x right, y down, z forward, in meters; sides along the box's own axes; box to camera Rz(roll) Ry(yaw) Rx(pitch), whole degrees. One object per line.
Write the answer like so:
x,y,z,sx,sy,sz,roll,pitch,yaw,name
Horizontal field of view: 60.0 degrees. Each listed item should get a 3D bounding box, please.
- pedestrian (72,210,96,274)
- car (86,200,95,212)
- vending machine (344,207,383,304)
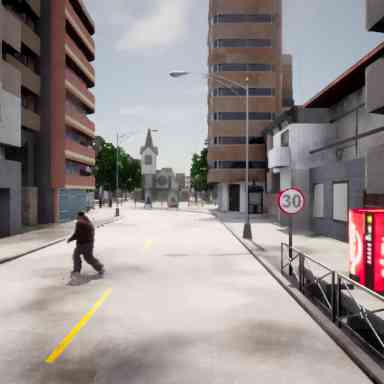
-2.879,1.294,8.896,0.375,1.860,0.375,0,0,0,pedestrian
-13.567,1.223,36.526,5.566,2.045,2.150,0,0,4,car
4.301,1.415,7.745,1.100,2.100,0.880,0,0,0,vending machine
